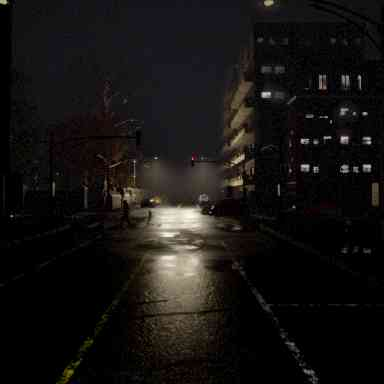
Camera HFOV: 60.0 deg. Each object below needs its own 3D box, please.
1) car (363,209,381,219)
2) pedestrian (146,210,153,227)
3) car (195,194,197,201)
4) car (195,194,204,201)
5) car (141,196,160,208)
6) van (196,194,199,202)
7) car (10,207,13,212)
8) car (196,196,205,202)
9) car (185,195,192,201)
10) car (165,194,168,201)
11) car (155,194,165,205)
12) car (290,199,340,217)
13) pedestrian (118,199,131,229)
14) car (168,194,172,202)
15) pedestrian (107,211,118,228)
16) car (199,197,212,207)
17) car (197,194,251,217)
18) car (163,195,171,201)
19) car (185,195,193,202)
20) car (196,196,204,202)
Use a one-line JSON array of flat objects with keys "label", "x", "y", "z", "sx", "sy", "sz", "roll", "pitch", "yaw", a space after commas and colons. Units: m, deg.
[{"label": "car", "x": 19.551, "y": 2.010, "z": 32.902, "sx": 4.718, "sy": 1.301, "sz": 1.895, "roll": 1, "pitch": 0, "yaw": -1}, {"label": "pedestrian", "x": -2.677, "y": 1.663, "z": 21.220, "sx": 0.500, "sy": 1.100, "sz": 0.500, "roll": 0, "pitch": 0, "yaw": -1}, {"label": "car", "x": 2.000, "y": 1.513, "z": 70.121, "sx": 1.967, "sy": 1.590, "sz": 4.097, "roll": 0, "pitch": 0, "yaw": -1}, {"label": "car", "x": 1.833, "y": 1.425, "z": 87.011, "sx": 2.192, "sy": 1.841, "sz": 5.009, "roll": 0, "pitch": 0, "yaw": -1}, {"label": "car", "x": -6.157, "y": 1.601, "z": 47.518, "sx": 1.947, "sy": 1.339, "sz": 4.313, "roll": 0, "pitch": 0, "yaw": -1}, {"label": "van", "x": 2.112, "y": 1.393, "z": 58.862, "sx": 1.690, "sy": 1.788, "sz": 3.998, "roll": 0, "pitch": 0, "yaw": -1}, {"label": "car", "x": -18.585, "y": 1.256, "z": 28.960, "sx": 5.357, "sy": 1.411, "sz": 2.033, "roll": 1, "pitch": 0, "yaw": -1}, {"label": "car", "x": 1.943, "y": 1.635, "z": 75.751, "sx": 2.008, "sy": 1.369, "sz": 4.403, "roll": 0, "pitch": 0, "yaw": -1}, {"label": "car", "x": -0.856, "y": 1.486, "z": 86.708, "sx": 1.837, "sy": 1.490, "sz": 4.892, "roll": 0, "pitch": 0, "yaw": -1}, {"label": "car", "x": -6.324, "y": 1.377, "z": 64.409, "sx": 2.192, "sy": 1.841, "sz": 5.009, "roll": 0, "pitch": 0, "yaw": -1}, {"label": "car", "x": -6.266, "y": 1.577, "z": 58.609, "sx": 1.752, "sy": 1.417, "sz": 4.829, "roll": 0, "pitch": 0, "yaw": -1}, {"label": "car", "x": 13.118, "y": 1.619, "z": 35.386, "sx": 5.009, "sy": 1.841, "sz": 2.192, "roll": 1, "pitch": -1, "yaw": -1}, {"label": "pedestrian", "x": -4.043, "y": 1.301, "z": 20.009, "sx": 0.375, "sy": 1.860, "sz": 0.375, "roll": 0, "pitch": 0, "yaw": -1}, {"label": "car", "x": -6.492, "y": 1.537, "z": 81.299, "sx": 1.967, "sy": 1.590, "sz": 4.097, "roll": 0, "pitch": 0, "yaw": -1}, {"label": "pedestrian", "x": -5.074, "y": 1.681, "z": 20.679, "sx": 0.500, "sy": 1.100, "sz": 0.500, "roll": 0, "pitch": 0, "yaw": -1}, {"label": "car", "x": 2.167, "y": 1.588, "z": 53.231, "sx": 1.887, "sy": 1.381, "sz": 4.507, "roll": 0, "pitch": 0, "yaw": -1}, {"label": "car", "x": 3.174, "y": 1.388, "z": 30.834, "sx": 4.553, "sy": 1.767, "sz": 2.097, "roll": 1, "pitch": 0, "yaw": -23}, {"label": "car", "x": -6.547, "y": 1.550, "z": 86.928, "sx": 1.967, "sy": 1.590, "sz": 4.097, "roll": 0, "pitch": 0, "yaw": -1}, {"label": "car", "x": -0.754, "y": 1.624, "z": 76.289, "sx": 2.033, "sy": 1.411, "sz": 5.357, "roll": 0, "pitch": 0, "yaw": -1}, {"label": "car", "x": 1.888, "y": 1.642, "z": 81.381, "sx": 1.887, "sy": 1.381, "sz": 4.507, "roll": 0, "pitch": 0, "yaw": -1}]
